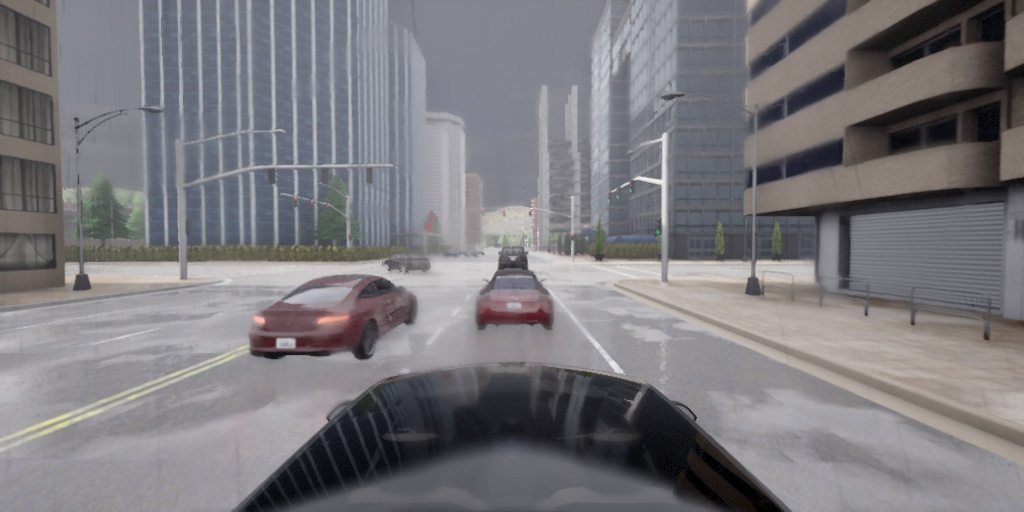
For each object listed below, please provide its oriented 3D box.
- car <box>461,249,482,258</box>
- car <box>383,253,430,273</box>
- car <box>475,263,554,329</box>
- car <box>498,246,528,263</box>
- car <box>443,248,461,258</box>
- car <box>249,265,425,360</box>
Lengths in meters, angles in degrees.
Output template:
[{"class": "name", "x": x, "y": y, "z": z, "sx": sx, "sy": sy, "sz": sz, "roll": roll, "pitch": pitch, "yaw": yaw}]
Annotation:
[{"class": "car", "x": -7.029, "y": -0.433, "z": 62.168, "sx": 2.128, "sy": 1.511, "sz": 4.902, "roll": 0, "pitch": 2, "yaw": 1}, {"class": "car", "x": -8.144, "y": 0.530, "z": 27.410, "sx": 4.902, "sy": 1.511, "sz": 2.128, "roll": 2, "pitch": 2, "yaw": 45}, {"class": "car", "x": 0.074, "y": 1.075, "z": 10.329, "sx": 1.994, "sy": 1.385, "sz": 4.181, "roll": 0, "pitch": 2, "yaw": 0}, {"class": "car", "x": 0.087, "y": 0.247, "z": 27.797, "sx": 2.150, "sy": 2.045, "sz": 5.566, "roll": 0, "pitch": 1, "yaw": 0}, {"class": "car", "x": -10.528, "y": -0.574, "z": 62.195, "sx": 2.097, "sy": 1.767, "sz": 4.553, "roll": 0, "pitch": 2, "yaw": 0}, {"class": "car", "x": -3.442, "y": 1.107, "z": 7.784, "sx": 1.812, "sy": 1.442, "sz": 4.674, "roll": 0, "pitch": 2, "yaw": 0}]
